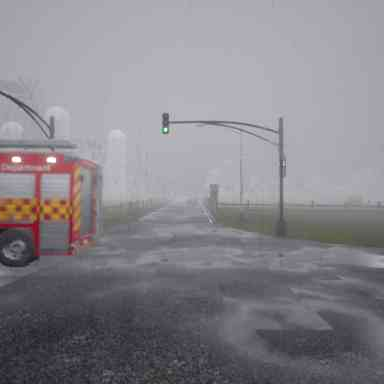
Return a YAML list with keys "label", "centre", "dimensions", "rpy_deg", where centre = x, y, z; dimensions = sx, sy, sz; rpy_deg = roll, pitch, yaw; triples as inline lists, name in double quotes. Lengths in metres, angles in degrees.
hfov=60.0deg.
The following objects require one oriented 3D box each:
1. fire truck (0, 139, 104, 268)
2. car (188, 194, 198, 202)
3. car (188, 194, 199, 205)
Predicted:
- label: "fire truck"
  centre: [-7.532, 0.294, 11.013]
  dimensions: [8.468, 3.827, 2.891]
  rpy_deg: [1, -1, 0]
- label: "car"
  centre: [0.263, 1.230, 70.253]
  dimensions: [2.097, 1.767, 4.553]
  rpy_deg: [0, 0, 0]
- label: "car"
  centre: [0.217, 1.523, 59.860]
  dimensions: [2.128, 1.511, 4.902]
  rpy_deg: [0, 0, 0]
